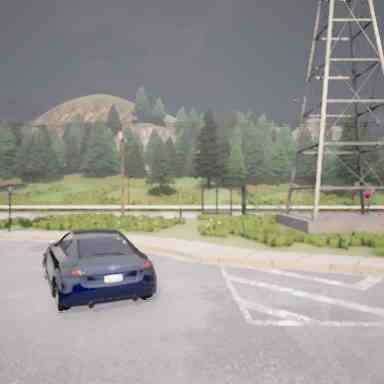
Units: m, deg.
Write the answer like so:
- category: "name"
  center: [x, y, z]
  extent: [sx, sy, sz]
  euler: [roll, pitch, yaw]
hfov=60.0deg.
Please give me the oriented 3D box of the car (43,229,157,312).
- category: "car"
  center: [-2.360, 1.575, 7.965]
  extent: [1.994, 1.385, 4.181]
  euler: [0, 0, -27]
